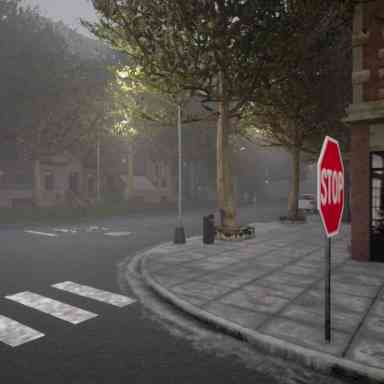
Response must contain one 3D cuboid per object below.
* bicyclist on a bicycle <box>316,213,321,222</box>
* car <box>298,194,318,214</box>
[{"bbox_3d":[9.397,1.300,22.907,1.656,1.620,0.582,0,0,36],"label":"bicyclist on a bicycle"},{"bbox_3d":[12.855,1.228,35.733,2.435,2.045,5.566,0,0,36],"label":"car"}]
